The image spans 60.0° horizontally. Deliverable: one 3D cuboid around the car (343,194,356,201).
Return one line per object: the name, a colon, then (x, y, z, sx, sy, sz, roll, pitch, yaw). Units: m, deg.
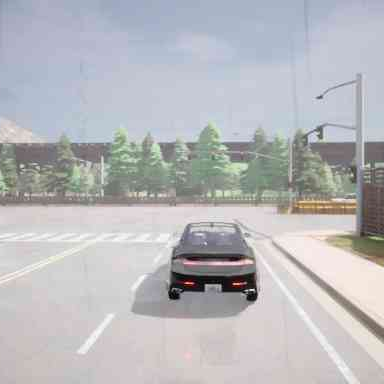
car: (19.800, 1.222, 41.304, 5.566, 2.045, 2.150, 0, 0, 2)

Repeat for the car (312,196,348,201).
car: (14.520, 1.491, 37.917, 4.902, 1.511, 2.128, 0, 0, 1)

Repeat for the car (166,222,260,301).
car: (0.503, 1.492, 8.331, 2.128, 1.511, 4.902, 0, 0, 3)
